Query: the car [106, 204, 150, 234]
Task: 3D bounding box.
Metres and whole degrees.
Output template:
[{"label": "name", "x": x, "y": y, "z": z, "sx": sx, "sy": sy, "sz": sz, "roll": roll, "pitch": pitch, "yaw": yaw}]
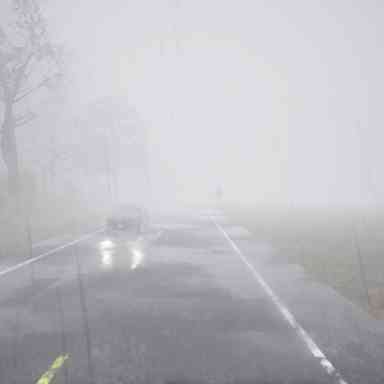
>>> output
[{"label": "car", "x": -3.603, "y": 1.462, "z": 19.345, "sx": 1.882, "sy": 1.535, "sz": 5.008, "roll": 0, "pitch": 0, "yaw": 0}]
